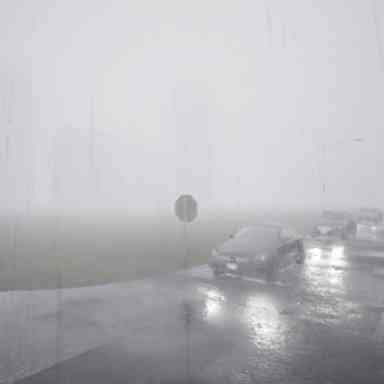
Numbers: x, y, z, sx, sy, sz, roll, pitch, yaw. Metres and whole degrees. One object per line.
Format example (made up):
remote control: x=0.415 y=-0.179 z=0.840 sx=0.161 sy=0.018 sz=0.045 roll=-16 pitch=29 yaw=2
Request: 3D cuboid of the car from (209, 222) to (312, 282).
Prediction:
car: x=2.287 y=1.722 z=10.666 sx=1.812 sy=1.442 sz=4.674 roll=-1 pitch=-1 yaw=32

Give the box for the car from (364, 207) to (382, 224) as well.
car: x=16.242 y=2.129 z=30.543 sx=2.033 sy=1.411 sz=5.357 roll=-1 pitch=-1 yaw=35

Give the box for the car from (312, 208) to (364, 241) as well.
car: x=8.267 y=1.855 z=19.301 sx=2.128 sy=1.511 sz=4.902 roll=-1 pitch=-1 yaw=35
